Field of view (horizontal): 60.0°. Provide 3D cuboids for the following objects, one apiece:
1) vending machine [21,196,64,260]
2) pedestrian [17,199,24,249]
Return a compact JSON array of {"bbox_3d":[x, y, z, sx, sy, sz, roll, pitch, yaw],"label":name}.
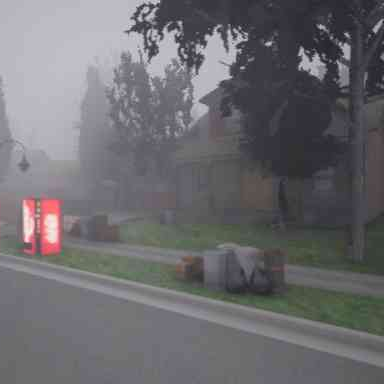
[{"bbox_3d":[-5.286,1.206,11.788,0.880,2.100,1.100,-1,0,35],"label":"vending machine"},{"bbox_3d":[-6.176,1.155,12.340,0.375,1.860,0.375,-1,-1,35],"label":"pedestrian"}]
